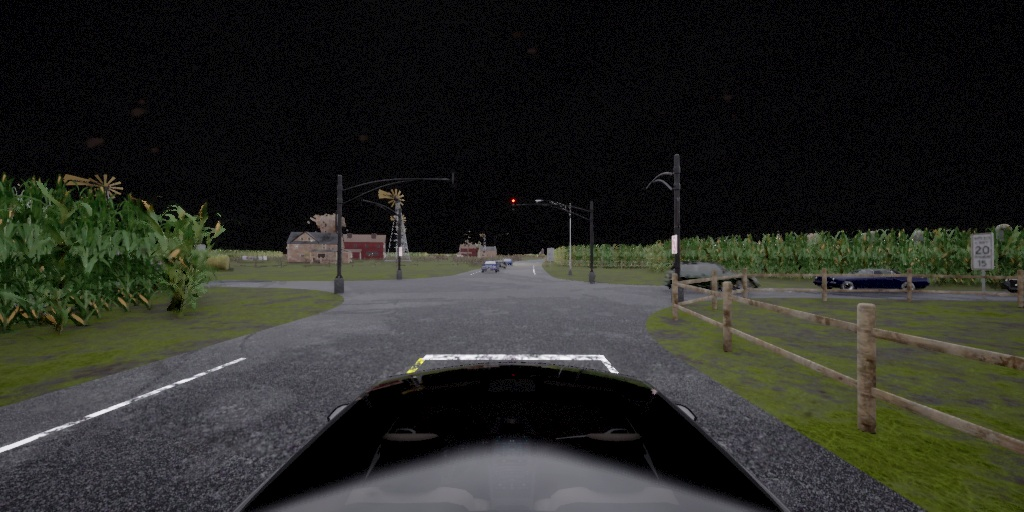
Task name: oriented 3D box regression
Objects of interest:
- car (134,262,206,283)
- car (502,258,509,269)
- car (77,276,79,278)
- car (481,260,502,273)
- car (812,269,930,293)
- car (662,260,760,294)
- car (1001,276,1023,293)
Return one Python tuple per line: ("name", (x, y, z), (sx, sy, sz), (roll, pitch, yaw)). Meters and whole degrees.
("car", (-24.191, 1.195, 25.293), (4.902, 1.511, 2.128), (0, -1, 9))
("car", (-1.988, 1.302, 55.619), (1.994, 1.385, 4.181), (0, 0, 3))
("car", (-34.006, 1.293, 26.943), (4.718, 1.301, 1.895), (0, -1, 9))
("car", (-2.598, 1.271, 43.938), (1.812, 1.442, 4.674), (0, 0, 3))
("car", (20.380, 1.401, 20.606), (4.718, 1.301, 1.895), (0, -1, 9))
("car", (10.741, 1.104, 19.578), (4.553, 1.767, 2.097), (0, -1, 14))
("car", (29.348, 1.377, 19.058), (4.181, 1.385, 1.994), (0, -1, 10))
